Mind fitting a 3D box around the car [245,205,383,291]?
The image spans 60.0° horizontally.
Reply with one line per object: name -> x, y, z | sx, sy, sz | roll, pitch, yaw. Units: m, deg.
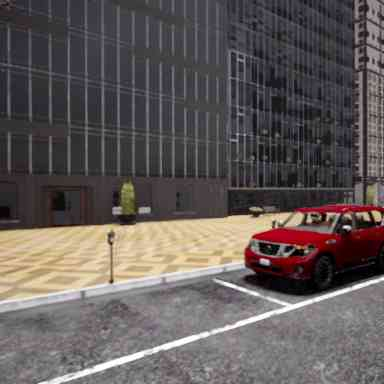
car -> 3.754, 1.321, 9.244 | 5.009, 1.841, 2.192 | 0, 0, -35
